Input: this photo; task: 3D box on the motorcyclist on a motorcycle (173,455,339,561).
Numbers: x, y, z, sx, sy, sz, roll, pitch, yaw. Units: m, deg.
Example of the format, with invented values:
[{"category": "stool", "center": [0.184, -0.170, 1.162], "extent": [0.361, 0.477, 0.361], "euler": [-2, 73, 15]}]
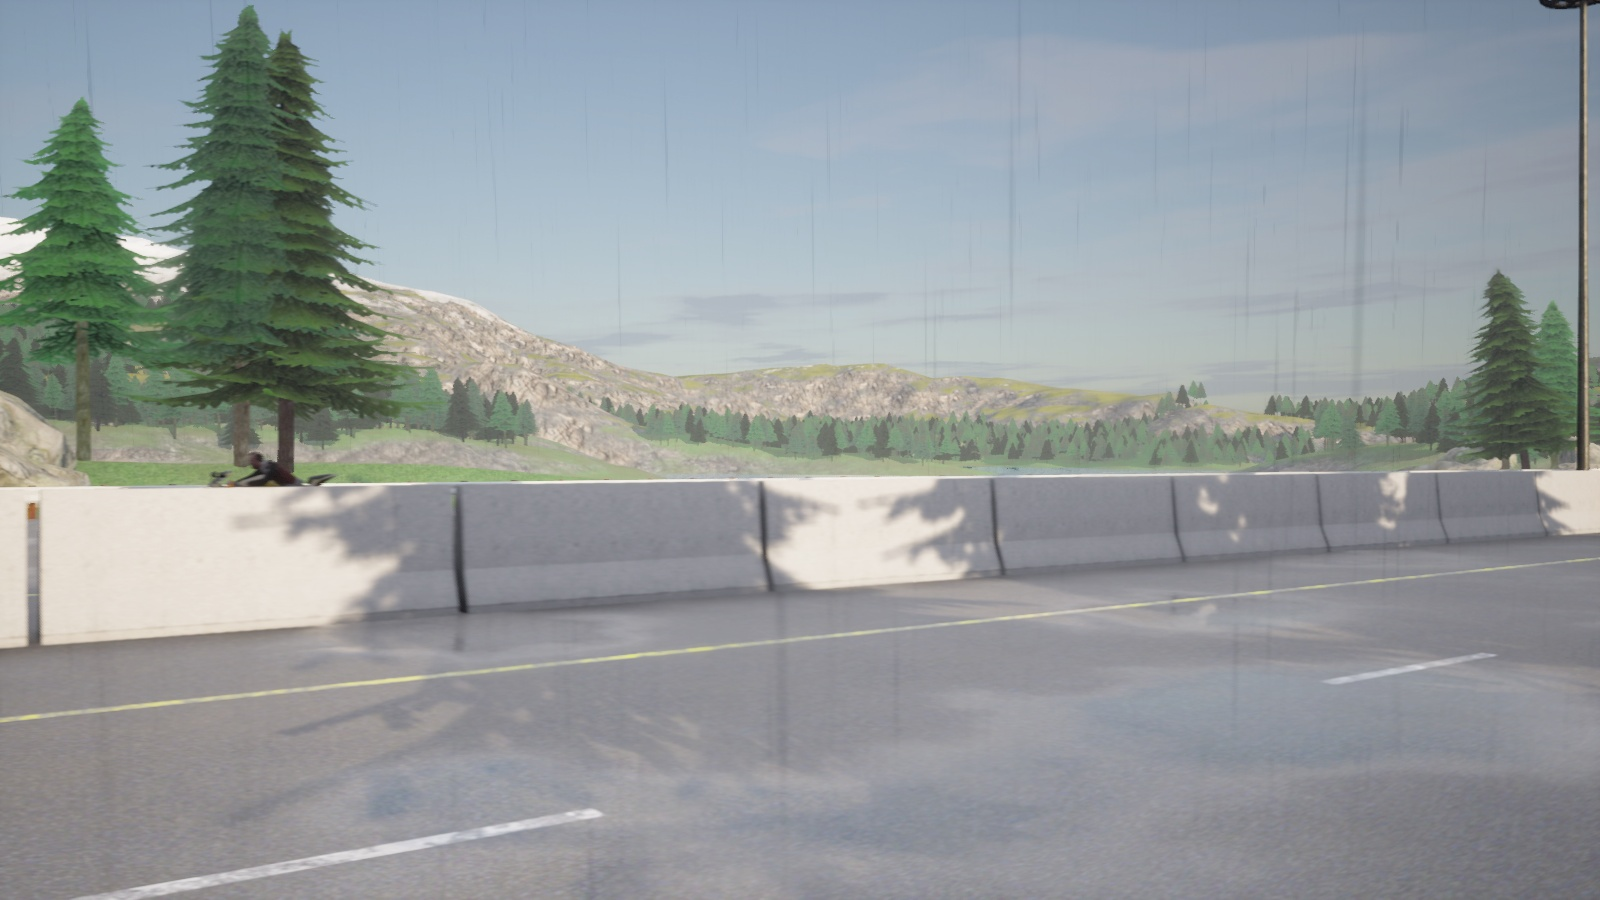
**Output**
[{"category": "motorcyclist on a motorcycle", "center": [-8.298, 0.844, 19.205], "extent": [2.191, 1.530, 0.866], "euler": [0, 0, -35]}]
